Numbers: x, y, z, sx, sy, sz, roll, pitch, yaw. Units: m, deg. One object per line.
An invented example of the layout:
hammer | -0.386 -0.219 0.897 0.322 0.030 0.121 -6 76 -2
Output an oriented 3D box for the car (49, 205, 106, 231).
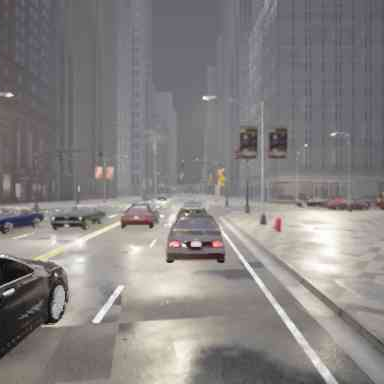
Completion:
car | -6.563 1.451 19.613 1.895 1.301 4.718 0 0 0

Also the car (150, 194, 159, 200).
car | -9.748 1.169 87.161 1.837 1.490 4.892 0 0 0

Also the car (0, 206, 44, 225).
car | -9.824 1.461 17.780 1.895 1.301 4.718 0 0 0

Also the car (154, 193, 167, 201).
car | -6.499 1.295 71.517 1.895 1.301 4.718 0 0 0

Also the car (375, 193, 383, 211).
car | 20.954 0.983 33.113 5.009 1.841 2.192 0 0 -1

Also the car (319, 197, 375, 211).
car | 15.316 1.270 33.026 4.206 1.307 1.802 0 0 -1

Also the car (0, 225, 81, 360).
car | -3.150 1.467 4.113 1.837 1.490 4.892 0 0 0

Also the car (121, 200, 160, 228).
car | -3.150 1.407 20.839 1.994 1.385 4.181 0 0 0

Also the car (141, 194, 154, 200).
car | -9.749 1.200 71.548 1.837 1.490 4.892 0 0 0

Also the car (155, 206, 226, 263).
car | 0.107 1.450 11.557 2.033 1.411 5.357 0 0 0

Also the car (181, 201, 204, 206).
car | 0.047 1.346 21.295 1.837 1.490 4.892 0 0 1

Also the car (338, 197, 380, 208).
car | 20.825 1.257 41.637 4.313 1.339 1.947 0 0 -1

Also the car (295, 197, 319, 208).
car | 15.186 1.277 41.550 4.313 1.339 1.947 0 0 -1
